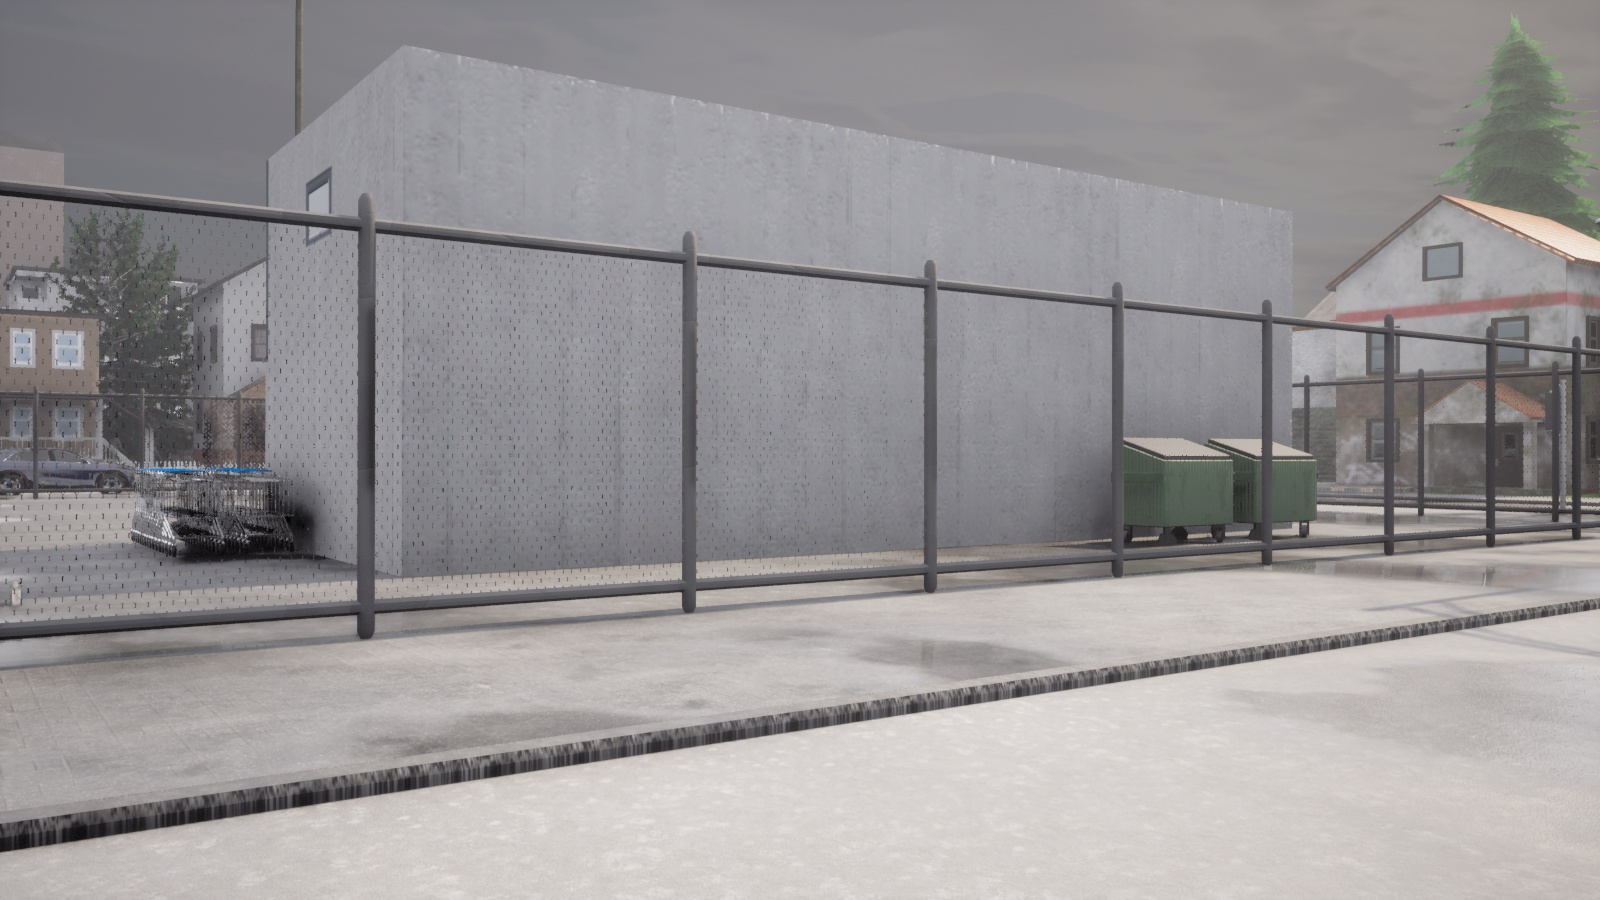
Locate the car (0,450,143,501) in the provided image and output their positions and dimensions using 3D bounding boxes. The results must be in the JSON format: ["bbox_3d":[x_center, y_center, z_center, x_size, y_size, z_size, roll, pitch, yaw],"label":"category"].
[{"bbox_3d":[-24.908,0.831,42.177,4.856,1.649,2.033,0,0,-34],"label":"car"}]
